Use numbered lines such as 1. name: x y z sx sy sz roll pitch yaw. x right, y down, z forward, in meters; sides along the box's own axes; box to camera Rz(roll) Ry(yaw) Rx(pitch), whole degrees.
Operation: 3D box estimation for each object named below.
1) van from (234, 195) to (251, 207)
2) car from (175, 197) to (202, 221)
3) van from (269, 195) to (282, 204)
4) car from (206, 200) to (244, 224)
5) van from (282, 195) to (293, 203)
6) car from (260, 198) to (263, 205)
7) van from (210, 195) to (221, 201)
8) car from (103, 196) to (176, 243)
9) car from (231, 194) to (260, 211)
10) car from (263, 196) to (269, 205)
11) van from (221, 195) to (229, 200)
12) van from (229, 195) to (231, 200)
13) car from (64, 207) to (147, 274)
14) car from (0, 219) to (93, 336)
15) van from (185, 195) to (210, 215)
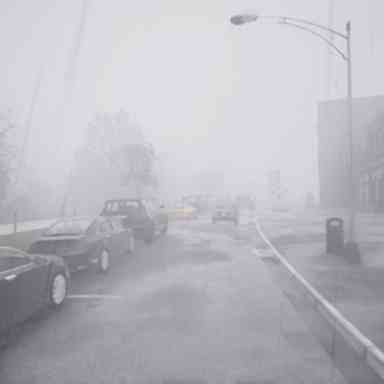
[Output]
1. van: 9.019 1.577 59.171 1.878 1.987 4.442 -2 0 22
2. car: -0.872 1.518 27.264 1.946 1.575 5.366 -3 0 12
3. van: 19.245 1.798 78.996 1.878 1.987 4.442 -2 0 30
4. car: 2.605 1.559 24.938 2.033 1.411 5.357 0 0 10
5. van: 24.384 1.875 87.518 1.878 1.987 4.442 -2 0 30
6. car: 11.310 1.614 64.174 2.435 2.045 5.566 -2 0 23
7. van: 1.632 1.362 38.089 1.878 1.987 4.442 -2 0 16
8. car: -2.629 1.238 16.063 2.435 2.045 5.566 -3 0 7
9. car: 6.839 1.329 42.133 2.150 2.045 5.566 -1 -1 17
10. car: 13.808 1.964 69.140 2.002 1.452 4.674 -2 0 27
11. van: 3.191 1.405 43.459 1.878 1.987 4.442 -2 0 16
12. van: 4.921 1.456 48.764 1.878 1.987 4.442 -2 0 17
13. car: -3.167 1.485 10.462 2.231 1.521 4.892 -3 0 4
14. car: -3.517 1.480 4.882 2.231 1.521 4.892 -3 0 4
15. van: 0.259 1.325 32.666 1.878 1.987 4.442 -3 0 11
